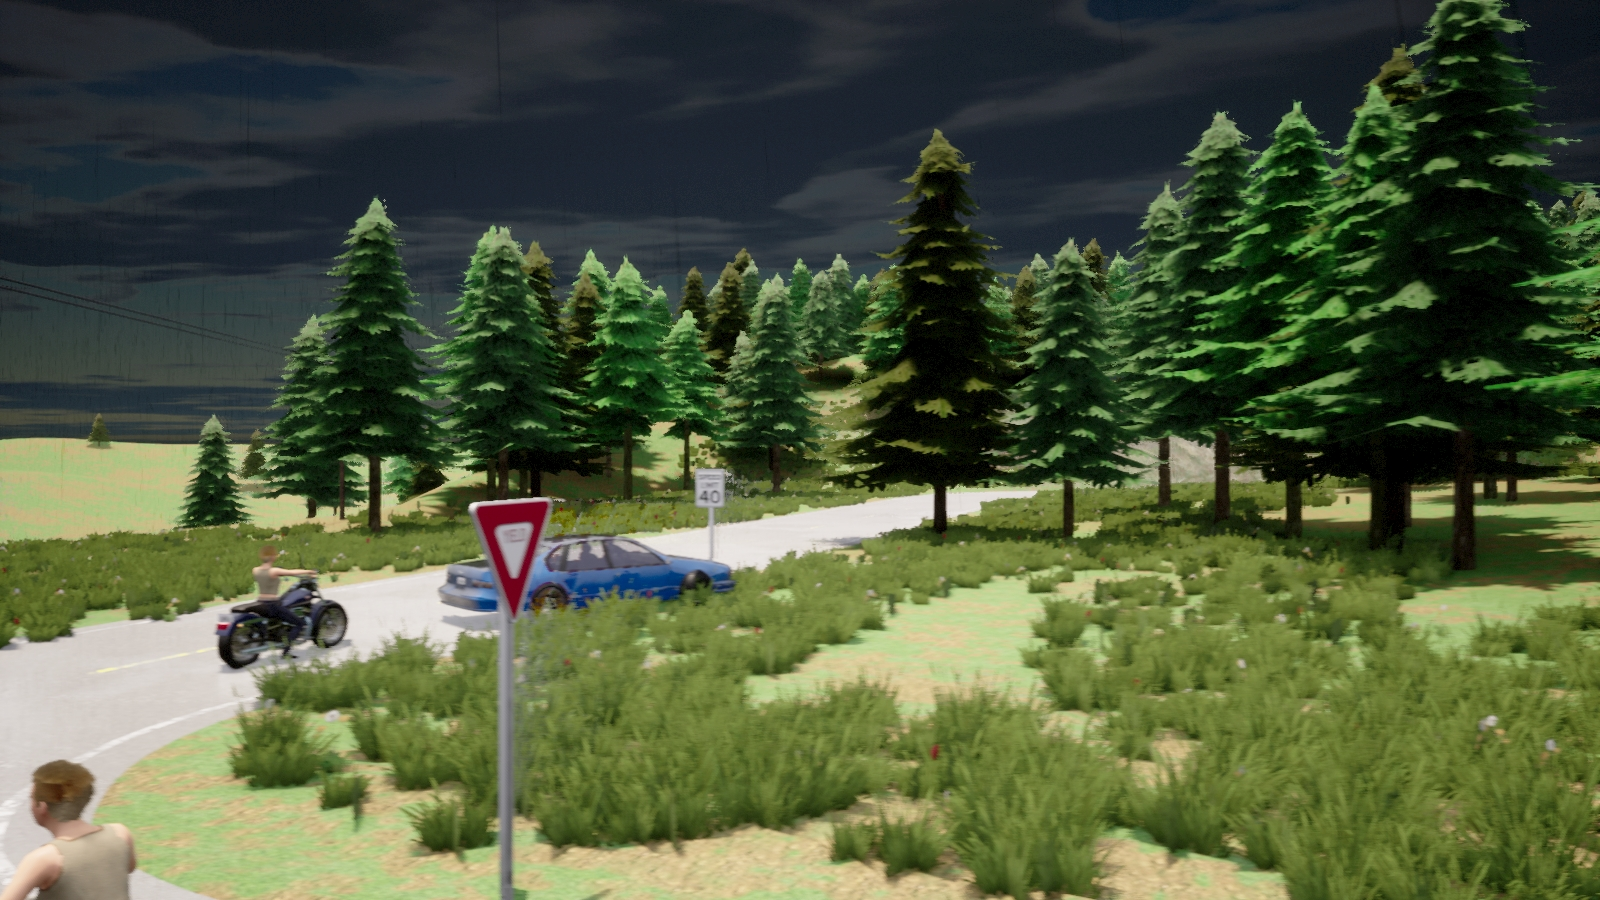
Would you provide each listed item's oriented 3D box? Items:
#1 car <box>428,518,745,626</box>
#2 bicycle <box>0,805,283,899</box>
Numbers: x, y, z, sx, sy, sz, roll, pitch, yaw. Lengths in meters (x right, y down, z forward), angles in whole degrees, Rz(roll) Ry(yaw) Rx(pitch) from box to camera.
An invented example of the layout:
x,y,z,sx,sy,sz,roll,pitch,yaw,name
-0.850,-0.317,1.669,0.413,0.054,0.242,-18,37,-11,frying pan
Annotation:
x,y,z,sx,sy,sz,roll,pitch,yaw,name
-3.763,2.108,20.843,5.357,1.411,2.033,0,0,-40,car
-2.918,2.117,4.428,1.487,1.080,0.859,0,0,20,bicycle
